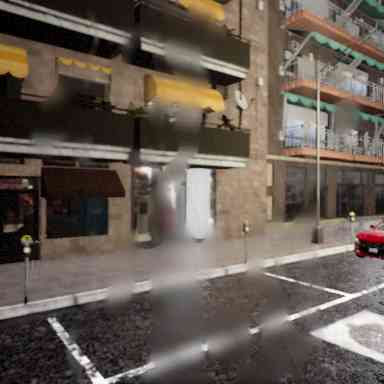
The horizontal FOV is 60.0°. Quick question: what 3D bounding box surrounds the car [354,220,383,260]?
[{"bbox_3d":[7.270,1.501,11.293,4.507,1.381,1.887,0,1,-36],"label":"car"}]
